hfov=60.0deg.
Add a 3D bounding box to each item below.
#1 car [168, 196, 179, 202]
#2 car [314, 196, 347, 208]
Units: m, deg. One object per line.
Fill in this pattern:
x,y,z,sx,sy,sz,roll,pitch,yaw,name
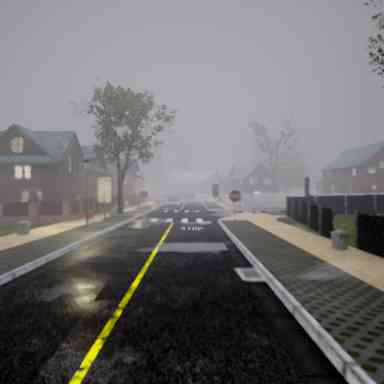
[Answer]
-3.939,1.486,70.946,1.895,1.301,4.718,0,0,-12,car
11.670,1.117,30.582,4.902,1.511,2.128,-1,0,-2,car
